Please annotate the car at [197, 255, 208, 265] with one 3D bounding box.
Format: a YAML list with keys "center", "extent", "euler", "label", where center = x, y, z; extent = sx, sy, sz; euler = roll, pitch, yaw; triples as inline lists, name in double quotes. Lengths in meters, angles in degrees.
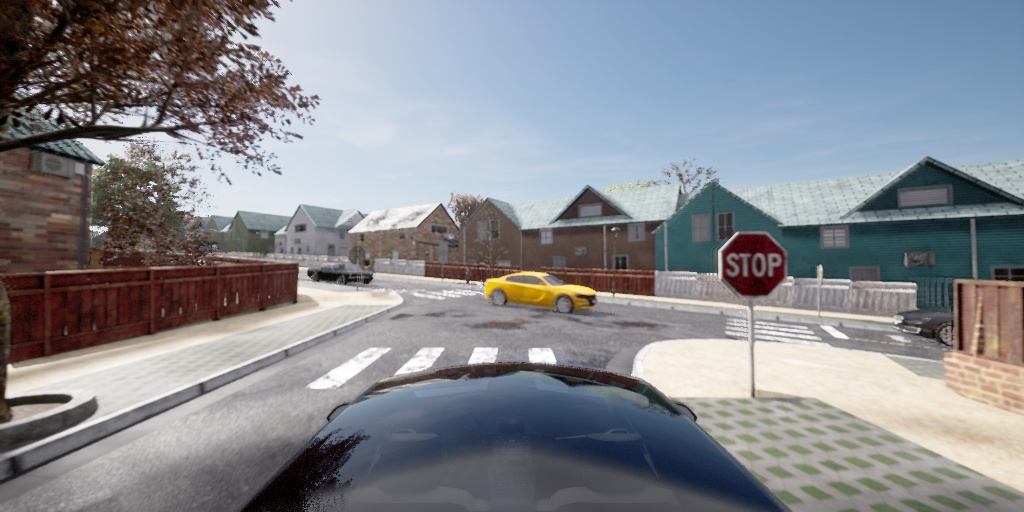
- center: [-33.328, 0.357, 40.561]
  extent: [5.008, 1.535, 1.882]
  euler: [2, -1, 32]
  label: "car"

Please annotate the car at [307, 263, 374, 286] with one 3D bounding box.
- center: [-11.069, 1.150, 23.168]
  extent: [4.718, 1.301, 1.895]
  euler: [2, -1, 32]
  label: "car"

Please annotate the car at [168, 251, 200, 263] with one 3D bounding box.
- center: [-42.153, 0.144, 46.119]
  extent: [4.674, 1.442, 1.812]
  euler: [2, -1, 32]
  label: "car"

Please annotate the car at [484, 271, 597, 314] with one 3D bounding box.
- center: [1.138, 1.458, 15.471]
  extent: [5.008, 1.535, 1.882]
  euler: [2, -1, 32]
  label: "car"

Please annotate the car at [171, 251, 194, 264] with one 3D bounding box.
- center: [-36.193, 0.254, 39.068]
  extent: [4.892, 1.490, 1.837]
  euler: [1, -1, 33]
  label: "car"

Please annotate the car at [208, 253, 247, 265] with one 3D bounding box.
- center: [-24.411, 0.593, 31.578]
  extent: [5.008, 1.535, 1.882]
  euler: [1, -1, 32]
  label: "car"

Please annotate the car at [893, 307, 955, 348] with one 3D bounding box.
- center: [14.645, 2.016, 10.452]
  extent: [4.892, 1.490, 1.837]
  euler: [2, -1, 32]
  label: "car"

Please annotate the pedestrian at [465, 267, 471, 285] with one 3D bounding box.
- center: [-3.073, 1.324, 25.058]
  extent: [0.375, 1.300, 0.375]
  euler: [-1, -5, 32]
  label: "pedestrian"
